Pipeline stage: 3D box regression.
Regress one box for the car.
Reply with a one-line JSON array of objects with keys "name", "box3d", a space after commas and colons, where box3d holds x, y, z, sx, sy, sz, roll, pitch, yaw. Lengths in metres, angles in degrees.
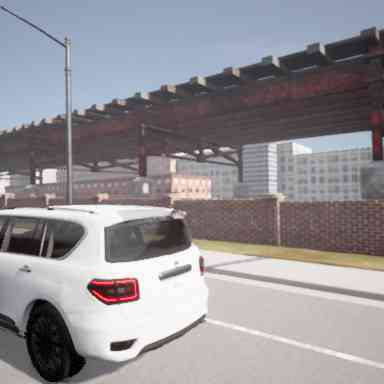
[{"name": "car", "box3d": [-2.366, 1.231, 5.680, 5.566, 2.045, 2.150, 0, 0, 36]}]
